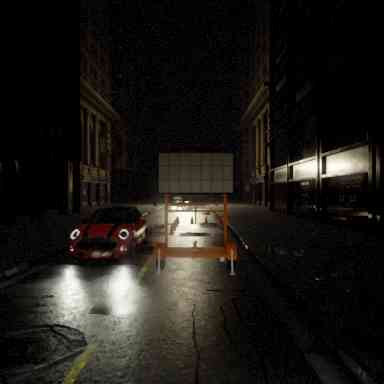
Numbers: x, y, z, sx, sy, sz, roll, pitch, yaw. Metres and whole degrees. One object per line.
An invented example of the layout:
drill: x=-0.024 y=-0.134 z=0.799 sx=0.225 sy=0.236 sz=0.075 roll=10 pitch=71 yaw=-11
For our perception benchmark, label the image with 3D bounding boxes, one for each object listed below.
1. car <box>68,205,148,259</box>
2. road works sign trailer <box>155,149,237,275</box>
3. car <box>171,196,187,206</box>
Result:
car: x=-2.957 y=1.354 z=12.582 sx=2.097 sy=1.767 sz=4.553 roll=0 pitch=0 yaw=1
road works sign trailer: x=0.117 y=0.466 z=10.429 sx=2.380 sy=3.560 sz=2.880 roll=0 pitch=0 yaw=1
car: x=-2.412 y=1.517 z=55.337 sx=2.128 sy=1.511 sz=4.902 roll=0 pitch=0 yaw=1
